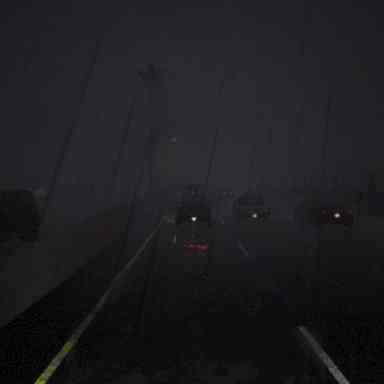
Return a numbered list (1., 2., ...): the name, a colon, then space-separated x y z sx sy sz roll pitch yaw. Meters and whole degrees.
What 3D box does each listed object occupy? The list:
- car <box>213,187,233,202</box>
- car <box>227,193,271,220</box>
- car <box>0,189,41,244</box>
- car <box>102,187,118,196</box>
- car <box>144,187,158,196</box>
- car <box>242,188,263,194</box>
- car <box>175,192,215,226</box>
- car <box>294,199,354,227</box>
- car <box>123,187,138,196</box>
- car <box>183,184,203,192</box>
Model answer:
1. car: 3.606 0.159 38.823 2.097 1.767 4.553 0 2 0
2. car: 3.603 0.995 21.272 1.895 1.301 4.718 0 2 0
3. car: -7.108 0.957 11.046 2.150 2.045 5.566 0 2 0
4. car: -13.992 -0.095 56.913 1.812 1.442 4.674 0 0 0
5. car: -6.992 -0.147 56.856 1.882 1.535 5.008 0 0 0
6. car: 7.106 0.286 39.202 2.128 1.511 4.902 0 2 0
7. car: 0.103 0.982 18.788 1.837 1.490 4.892 0 2 0
8. car: 7.103 1.058 18.274 1.994 1.385 4.181 0 2 0
9. car: -10.493 -0.150 56.794 1.882 1.535 5.008 0 0 0
10. car: 0.106 0.050 38.198 2.150 2.045 5.566 0 2 0
